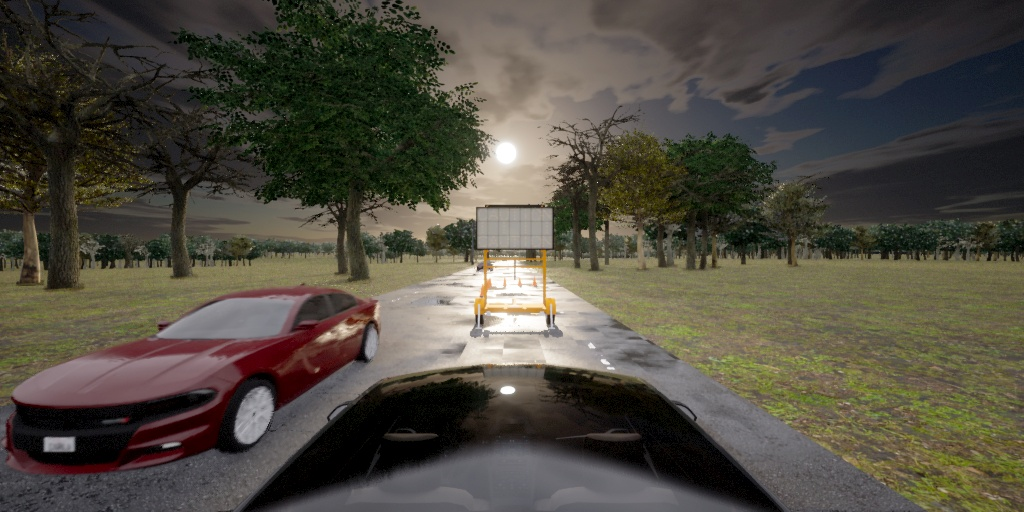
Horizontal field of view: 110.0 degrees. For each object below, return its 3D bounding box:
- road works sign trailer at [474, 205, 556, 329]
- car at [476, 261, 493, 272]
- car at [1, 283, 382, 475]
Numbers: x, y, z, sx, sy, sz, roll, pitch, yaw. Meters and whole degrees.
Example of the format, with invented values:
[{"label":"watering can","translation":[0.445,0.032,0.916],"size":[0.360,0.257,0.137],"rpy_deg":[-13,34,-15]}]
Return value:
[{"label":"road works sign trailer","translation":[0.090,0.211,11.194],"size":[2.380,3.560,2.880],"rpy_deg":[0,0,0]},{"label":"car","translation":[-3.586,1.339,47.641],"size":[1.994,1.385,4.181],"rpy_deg":[0,0,0]},{"label":"car","translation":[-3.598,1.226,5.348],"size":[1.882,1.535,5.008],"rpy_deg":[0,0,0]}]
